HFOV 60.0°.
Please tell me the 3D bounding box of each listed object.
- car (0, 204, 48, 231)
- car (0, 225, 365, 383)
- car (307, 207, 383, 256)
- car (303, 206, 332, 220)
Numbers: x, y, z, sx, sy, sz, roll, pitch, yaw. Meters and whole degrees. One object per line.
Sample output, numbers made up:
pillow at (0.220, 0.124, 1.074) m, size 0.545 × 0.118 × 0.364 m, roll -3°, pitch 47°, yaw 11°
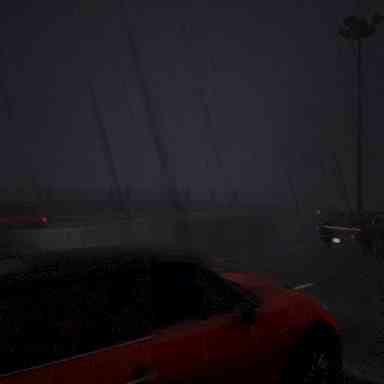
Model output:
car at (-8.924, 1.352, 14.823) m, size 4.553 × 1.767 × 2.097 m, roll 0°, pitch 0°, yaw -35°
car at (-0.474, 1.351, 3.409) m, size 4.553 × 1.767 × 2.097 m, roll 0°, pitch 0°, yaw -36°
car at (7.040, 1.498, 13.066) m, size 4.902 × 1.511 × 2.128 m, roll 1°, pitch 0°, yaw -35°
car at (13.837, 2.226, 35.320) m, size 4.553 × 1.767 × 2.097 m, roll 6°, pitch -3°, yaw -35°
